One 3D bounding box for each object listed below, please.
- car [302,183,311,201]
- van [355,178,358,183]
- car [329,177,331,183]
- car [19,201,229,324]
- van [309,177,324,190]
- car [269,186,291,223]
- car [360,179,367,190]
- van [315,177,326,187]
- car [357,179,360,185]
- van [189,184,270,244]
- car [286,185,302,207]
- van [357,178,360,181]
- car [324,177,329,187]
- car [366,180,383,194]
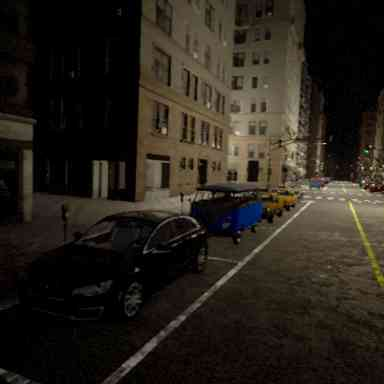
[{"bbox_3d":[8.157,0.105,26.980,2.008,1.369,4.403,4,4,24],"label":"car"},{"bbox_3d":[40.521,-2.185,79.013,1.690,1.788,3.998,4,4,24],"label":"van"},{"bbox_3d":[32.719,-2.544,82.439,1.887,1.381,4.507,4,4,24],"label":"car"},{"bbox_3d":[-1.015,1.069,6.266,2.008,1.369,4.403,4,4,24],"label":"car"},{"bbox_3d":[19.168,-1.274,51.810,1.690,1.788,3.998,4,4,24],"label":"van"},{"bbox_3d":[3.504,0.573,16.467,1.752,1.417,4.829,4,4,24],"label":"car"},{"bbox_3d":[31.483,-1.222,58.606,2.192,1.841,5.009,4,4,24],"label":"car"},{"bbox_3d":[25.947,-2.003,67.118,1.690,1.788,3.998,4,4,24],"label":"van"},{"bbox_3d":[35.992,-1.478,68.825,2.008,1.369,4.403,4,4,24],"label":"car"},{"bbox_3d":[1.287,0.622,11.431,1.690,1.788,3.998,4,4,24],"label":"van"},{"bbox_3d":[5.797,0.330,21.646,1.752,1.417,4.829,4,4,24],"label":"car"},{"bbox_3d":[38.261,-1.935,73.912,1.690,1.788,3.998,4,4,24],"label":"van"},{"bbox_3d":[23.688,-1.784,62.014,2.192,1.841,5.009,4,4,24],"label":"car"},{"bbox_3d":[26.959,-0.613,48.410,1.967,1.590,4.097,4,4,24],"label":"car"}]
